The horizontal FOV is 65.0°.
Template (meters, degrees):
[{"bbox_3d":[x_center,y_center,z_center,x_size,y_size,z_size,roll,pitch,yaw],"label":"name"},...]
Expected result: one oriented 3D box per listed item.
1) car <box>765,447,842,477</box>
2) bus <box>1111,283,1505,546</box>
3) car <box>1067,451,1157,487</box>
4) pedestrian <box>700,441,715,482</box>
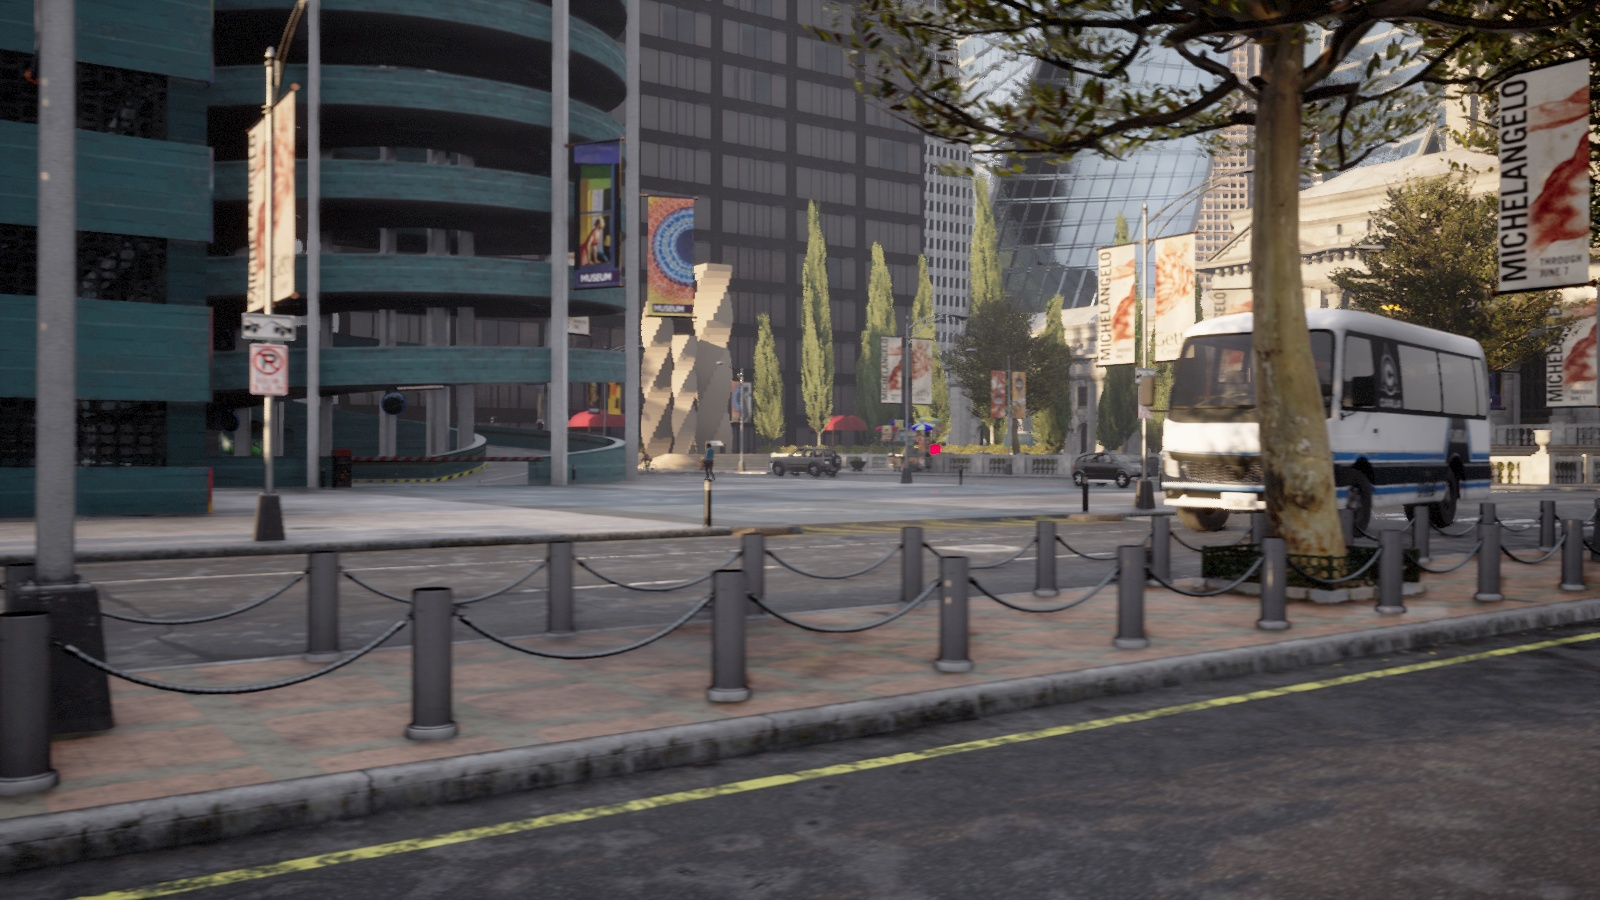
[{"bbox_3d":[0.199,0.755,78.854,4.605,1.855,1.932,0,0,38],"label":"car"},{"bbox_3d":[10.654,-0.591,25.407,3.944,4.253,10.273,1,0,43],"label":"bus"},{"bbox_3d":[14.076,0.834,56.844,1.789,1.549,3.705,0,0,-35],"label":"car"},{"bbox_3d":[-4.360,0.556,59.312,0.396,1.930,0.692,0,0,-38],"label":"pedestrian"}]
